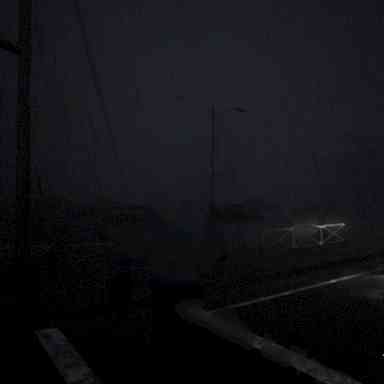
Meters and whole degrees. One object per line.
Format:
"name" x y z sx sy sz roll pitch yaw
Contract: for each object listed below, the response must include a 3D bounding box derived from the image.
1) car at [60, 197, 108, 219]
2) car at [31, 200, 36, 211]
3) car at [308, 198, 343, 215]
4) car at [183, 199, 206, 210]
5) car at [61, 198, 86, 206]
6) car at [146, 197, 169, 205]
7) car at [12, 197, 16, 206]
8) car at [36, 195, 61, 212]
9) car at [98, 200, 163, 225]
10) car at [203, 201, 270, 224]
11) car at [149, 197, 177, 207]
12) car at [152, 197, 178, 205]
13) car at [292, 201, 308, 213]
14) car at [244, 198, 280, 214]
"car" -8.446 1.433 29.144 5.027 1.636 2.152 1 0 -36
"car" -17.932 1.372 41.662 4.605 1.855 1.932 1 0 -36
"car" 15.817 1.623 38.641 3.866 1.878 1.905 1 0 -36
"car" 0.824 1.768 47.261 4.514 1.523 2.007 1 0 -36
"car" -20.888 1.738 58.744 3.806 1.475 1.970 1 0 -36
"car" -7.507 1.890 72.022 4.514 1.523 2.007 1 0 -36
"car" -28.654 1.650 56.840 3.633 1.501 1.845 1 0 -36
"car" -15.903 1.356 39.541 3.866 1.878 1.905 1 0 -36
"car" -4.443 1.516 24.118 3.806 1.475 1.970 1 0 -36
"car" 3.419 1.656 25.250 4.514 1.523 2.007 1 0 -36
"car" -4.966 1.790 55.406 3.633 1.501 1.845 1 0 -36
"car" -5.636 1.881 69.504 5.027 1.636 2.152 1 0 -36
"car" 14.374 1.913 41.697 3.806 1.475 1.970 1 0 -36
"car" 7.509 1.560 36.726 4.605 1.855 1.932 1 0 -36
